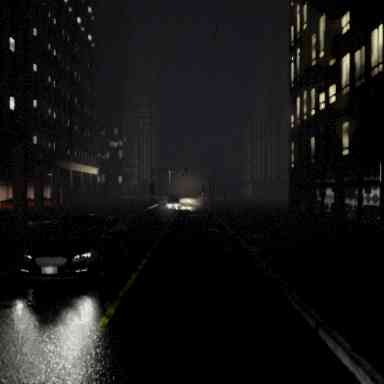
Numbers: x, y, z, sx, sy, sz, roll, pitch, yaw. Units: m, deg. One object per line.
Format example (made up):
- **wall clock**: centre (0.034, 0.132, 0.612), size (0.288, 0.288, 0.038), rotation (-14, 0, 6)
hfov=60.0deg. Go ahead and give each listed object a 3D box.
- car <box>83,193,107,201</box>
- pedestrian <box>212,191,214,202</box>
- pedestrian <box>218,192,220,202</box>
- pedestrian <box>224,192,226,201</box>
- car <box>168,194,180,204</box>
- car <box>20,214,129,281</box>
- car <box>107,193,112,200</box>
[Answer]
- **car**: centre (-18.923, 1.022, 61.999), size (4.829, 1.417, 1.752), rotation (0, 0, -1)
- **pedestrian**: centre (3.609, 0.774, 57.570), size (0.375, 1.860, 0.375), rotation (0, 0, 0)
- **pedestrian**: centre (4.609, 0.814, 56.371), size (0.375, 1.860, 0.375), rotation (0, 0, 0)
- **pedestrian**: centre (5.610, 0.867, 56.971), size (0.375, 1.860, 0.375), rotation (0, 0, 0)
- **car**: centre (-3.026, 1.159, 55.973), size (2.128, 1.511, 4.902), rotation (0, 0, 0)
- **car**: centre (-3.106, 1.430, 9.693), size (2.128, 1.511, 4.902), rotation (0, 0, 0)
- **car**: centre (-19.237, 0.912, 70.635), size (4.097, 1.590, 1.967), rotation (0, 0, -1)
